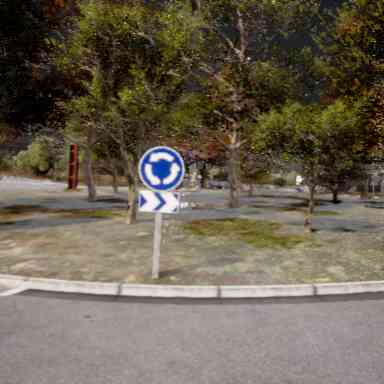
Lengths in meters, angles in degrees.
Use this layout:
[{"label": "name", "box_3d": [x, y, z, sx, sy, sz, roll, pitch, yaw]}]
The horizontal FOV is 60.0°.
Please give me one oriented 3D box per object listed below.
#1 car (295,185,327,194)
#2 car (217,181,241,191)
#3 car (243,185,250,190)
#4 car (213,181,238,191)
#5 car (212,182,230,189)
[{"label": "car", "box_3d": [17.842, -0.458, 49.996, 4.674, 1.442, 1.812, 5, 2, 42]}, {"label": "car", "box_3d": [9.254, -1.516, 83.638, 5.566, 2.045, 2.435, 3, 1, 1]}, {"label": "car", "box_3d": [12.548, -1.480, 91.924, 5.566, 2.045, 2.435, 3, 1, 2]}, {"label": "car", "box_3d": [8.119, -1.538, 80.858, 5.566, 2.045, 2.435, 3, 1, 1]}, {"label": "car", "box_3d": [7.073, -1.302, 78.087, 4.892, 1.521, 2.231, 3, 1, 1]}]
